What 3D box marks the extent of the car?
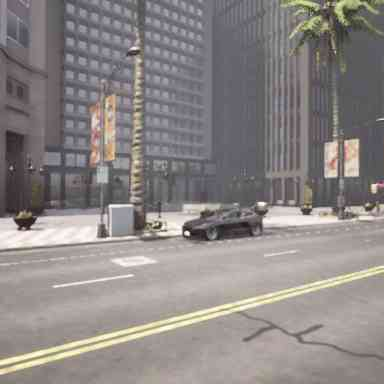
[{"bbox_3d":[1.701,1.630,17.579,4.786,1.482,2.161,1,0,-36],"label":"car"}]
